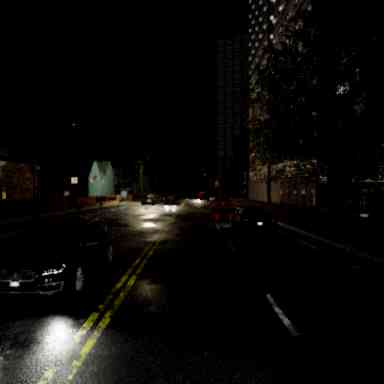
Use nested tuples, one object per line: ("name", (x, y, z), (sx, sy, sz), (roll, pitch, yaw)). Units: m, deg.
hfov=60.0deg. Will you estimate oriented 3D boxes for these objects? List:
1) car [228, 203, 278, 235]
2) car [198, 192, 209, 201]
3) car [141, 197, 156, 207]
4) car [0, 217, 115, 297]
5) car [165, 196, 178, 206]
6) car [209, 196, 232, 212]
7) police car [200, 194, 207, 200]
("car", (3.352, 1.523, 18.396), (1.994, 1.385, 4.181), (0, 0, 0))
("car", (3.257, 1.263, 82.850), (2.097, 1.767, 4.553), (0, 0, 0))
("car", (-6.564, 1.462, 50.992), (2.033, 1.411, 5.357), (0, 0, 0))
("car", (-3.350, 1.484, 8.707), (1.837, 1.490, 4.892), (0, 0, 0))
("car", (-3.308, 1.405, 53.240), (2.128, 1.511, 4.902), (0, 0, 0))
("car", (3.353, 1.280, 37.692), (2.097, 1.767, 4.553), (0, 0, 0))
("police car", (3.257, 1.340, 93.994), (1.930, 1.638, 5.238), (0, 0, 0))
